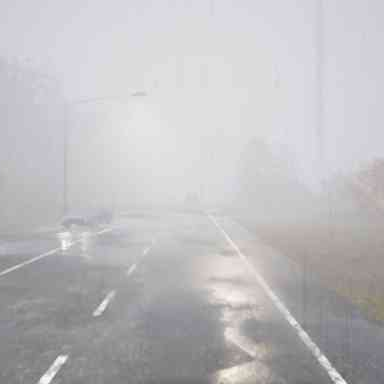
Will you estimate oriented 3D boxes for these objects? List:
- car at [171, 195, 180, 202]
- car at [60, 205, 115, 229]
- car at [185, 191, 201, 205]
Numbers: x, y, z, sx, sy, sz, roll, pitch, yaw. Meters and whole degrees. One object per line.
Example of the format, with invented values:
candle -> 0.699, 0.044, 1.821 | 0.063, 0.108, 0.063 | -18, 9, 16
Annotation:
car -> -3.532, 1.390, 71.928 | 1.837, 1.490, 4.892 | 0, 0, 0
car -> -6.587, 1.535, 21.723 | 2.033, 1.411, 5.357 | 0, 0, 4
car -> -0.031, 1.150, 57.427 | 2.150, 2.045, 5.566 | 0, 0, 0
